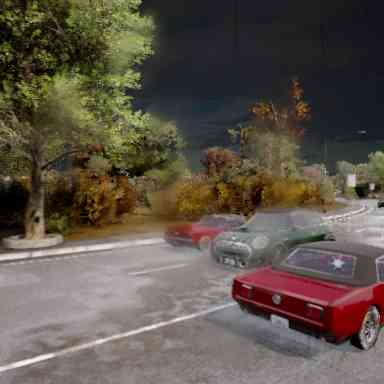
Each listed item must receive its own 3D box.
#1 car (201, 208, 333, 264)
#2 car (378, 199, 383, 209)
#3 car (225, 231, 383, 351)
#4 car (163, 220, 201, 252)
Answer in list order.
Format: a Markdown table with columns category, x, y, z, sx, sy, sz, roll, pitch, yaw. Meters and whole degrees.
| category | x | y | z | sx | sy | sz | roll | pitch | yaw |
| --- | --- | --- | --- | --- | --- | --- | --- | --- | --- |
| car | 2.764 | 1.375 | 10.887 | 4.553 | 1.767 | 2.097 | 0 | 0 | -41 |
| car | 27.017 | 1.639 | 46.270 | 1.895 | 1.301 | 4.718 | 0 | 0 | 28 |
| car | 3.025 | 1.613 | 6.257 | 4.718 | 1.301 | 1.895 | 0 | 0 | -39 |
| car | 1.105 | 1.633 | 13.999 | 4.718 | 1.301 | 1.895 | 0 | 0 | -41 |
